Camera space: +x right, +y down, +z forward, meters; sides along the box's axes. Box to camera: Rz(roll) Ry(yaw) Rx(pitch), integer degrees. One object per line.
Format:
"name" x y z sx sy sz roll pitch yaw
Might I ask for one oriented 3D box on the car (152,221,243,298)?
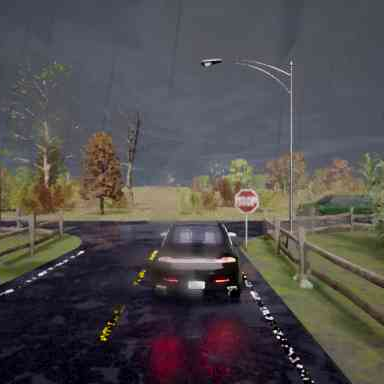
"car" 0.152 1.492 8.515 2.128 1.511 4.902 0 0 2

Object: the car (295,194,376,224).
"car" 10.443 1.197 24.212 5.566 2.045 2.150 0 0 1
